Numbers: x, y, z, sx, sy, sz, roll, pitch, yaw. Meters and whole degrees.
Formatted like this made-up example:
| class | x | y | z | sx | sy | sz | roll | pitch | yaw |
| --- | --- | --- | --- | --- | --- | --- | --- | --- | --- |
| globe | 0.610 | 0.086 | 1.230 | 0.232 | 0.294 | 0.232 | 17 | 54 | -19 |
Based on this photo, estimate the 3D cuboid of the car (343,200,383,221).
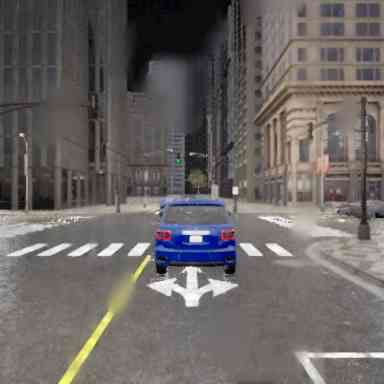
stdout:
| class | x | y | z | sx | sy | sz | roll | pitch | yaw |
| --- | --- | --- | --- | --- | --- | --- | --- | --- | --- |
| car | 15.127 | 1.490 | 25.973 | 5.357 | 1.411 | 2.033 | 0 | 0 | 0 |

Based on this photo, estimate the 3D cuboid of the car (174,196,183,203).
| class | x | y | z | sx | sy | sz | roll | pitch | yaw |
| --- | --- | --- | --- | --- | --- | --- | --- | --- | --- |
| car | -2.950 | 1.591 | 73.182 | 1.812 | 1.442 | 4.674 | 0 | 0 | 0 |

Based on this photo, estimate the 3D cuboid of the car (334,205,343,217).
| class | x | y | z | sx | sy | sz | roll | pitch | yaw |
| --- | --- | --- | --- | --- | --- | --- | --- | --- | --- |
| car | 15.098 | 1.455 | 29.225 | 4.902 | 1.511 | 2.128 | 0 | 0 | 0 |

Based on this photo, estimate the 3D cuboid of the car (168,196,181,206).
| class | x | y | z | sx | sy | sz | roll | pitch | yaw |
| --- | --- | --- | --- | --- | --- | --- | --- | --- | --- |
| car | -2.996 | 1.538 | 57.645 | 1.837 | 1.490 | 4.892 | 0 | 0 | 0 |

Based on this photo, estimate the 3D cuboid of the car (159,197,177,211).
| class | x | y | z | sx | sy | sz | roll | pitch | yaw |
| --- | --- | --- | --- | --- | --- | --- | --- | --- | --- |
| car | -3.018 | 1.488 | 42.711 | 1.882 | 1.535 | 5.008 | 0 | 0 | 0 |

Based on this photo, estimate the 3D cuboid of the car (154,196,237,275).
| class | x | y | z | sx | sy | sz | roll | pitch | yaw |
| --- | --- | --- | --- | --- | --- | --- | --- | --- | --- |
| car | 0.100 | 1.206 | 10.608 | 2.150 | 2.045 | 5.566 | 0 | 0 | 0 |
